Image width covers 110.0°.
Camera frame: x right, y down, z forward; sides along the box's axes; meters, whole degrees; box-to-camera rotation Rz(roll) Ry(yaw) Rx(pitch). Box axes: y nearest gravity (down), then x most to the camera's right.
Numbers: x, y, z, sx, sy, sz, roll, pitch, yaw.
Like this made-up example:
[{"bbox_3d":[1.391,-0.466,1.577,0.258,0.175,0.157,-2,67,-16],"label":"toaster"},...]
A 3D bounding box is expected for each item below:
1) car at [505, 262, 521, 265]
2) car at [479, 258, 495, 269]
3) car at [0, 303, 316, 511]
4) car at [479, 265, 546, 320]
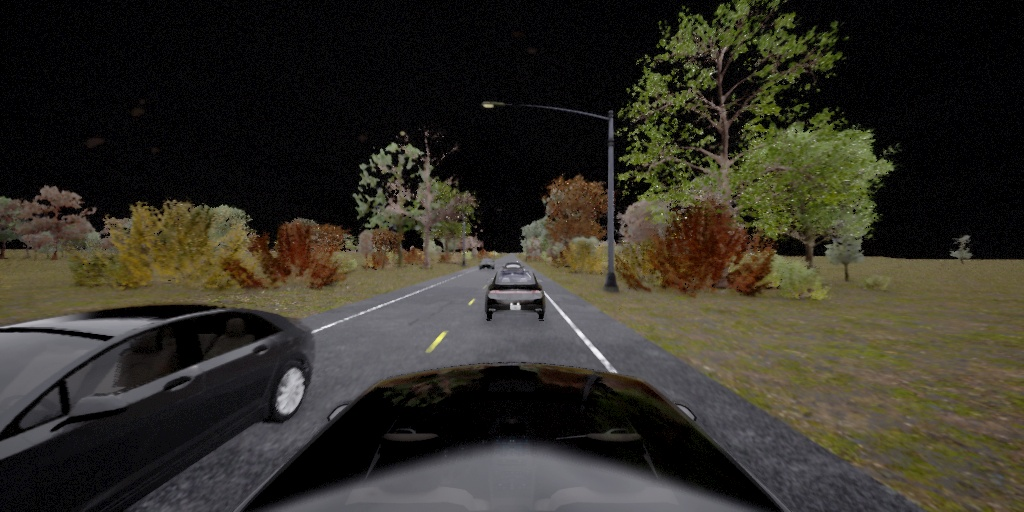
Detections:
[{"bbox_3d":[0.101,1.269,30.525,1.812,1.442,4.674,0,0,0],"label":"car"},{"bbox_3d":[-3.499,1.073,50.675,2.097,1.767,4.553,0,0,0],"label":"car"},{"bbox_3d":[-3.600,1.256,2.985,1.837,1.490,4.892,0,0,0],"label":"car"},{"bbox_3d":[0.100,1.244,12.568,2.128,1.511,4.902,0,0,0],"label":"car"}]
